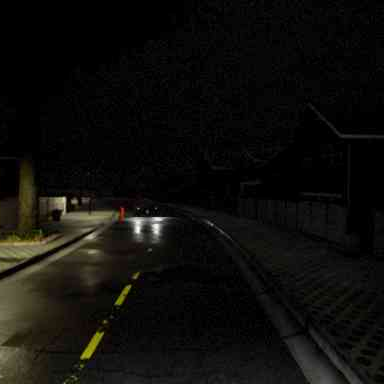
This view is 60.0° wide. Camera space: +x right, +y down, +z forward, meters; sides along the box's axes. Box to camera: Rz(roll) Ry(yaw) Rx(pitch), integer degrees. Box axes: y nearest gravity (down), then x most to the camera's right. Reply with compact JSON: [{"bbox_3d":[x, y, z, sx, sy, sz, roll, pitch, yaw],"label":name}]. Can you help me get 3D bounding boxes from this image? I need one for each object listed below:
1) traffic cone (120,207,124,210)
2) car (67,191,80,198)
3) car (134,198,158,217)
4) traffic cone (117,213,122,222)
[{"bbox_3d":[-5.688,1.692,27.444,0.340,0.580,0.340,0,0,-11],"label":"traffic cone"},{"bbox_3d":[-27.773,0.562,77.532,2.128,1.511,4.902,-1,1,-43],"label":"car"},{"bbox_3d":[-3.932,1.252,28.275,1.812,1.442,4.674,0,0,-11],"label":"car"},{"bbox_3d":[-4.907,1.722,22.622,0.340,0.580,0.340,0,0,-8],"label":"traffic cone"}]
